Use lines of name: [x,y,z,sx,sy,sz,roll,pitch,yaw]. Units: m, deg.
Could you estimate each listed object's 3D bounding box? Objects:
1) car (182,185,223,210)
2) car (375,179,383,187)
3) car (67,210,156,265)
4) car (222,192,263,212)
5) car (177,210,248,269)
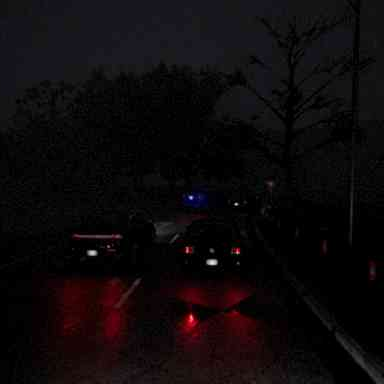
car: [1.246,0.406,28.843,2.150,2.045,5.566,1,4,29]
car: [37.157,-1.774,63.367,2.185,1.767,4.553,-1,4,-13]
car: [-2.494,1.375,11.355,2.128,1.511,4.902,0,1,4]
car: [4.519,0.813,27.839,1.994,1.385,4.181,2,4,30]
car: [0.703,1.507,10.908,1.895,1.301,4.718,0,1,4]
